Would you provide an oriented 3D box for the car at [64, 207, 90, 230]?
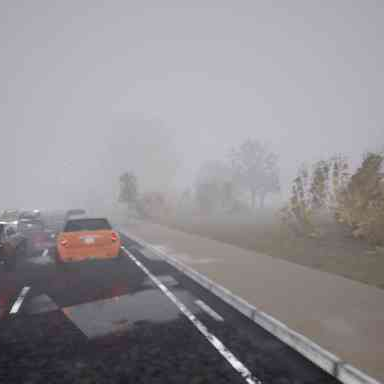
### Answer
[{"bbox_3d":[-9.806,2.163,28.220,1.882,1.535,5.008,-2,0,-21],"label":"car"}]

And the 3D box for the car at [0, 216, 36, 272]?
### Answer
[{"bbox_3d":[-7.128,1.878,11.841,2.128,1.511,4.902,-2,-1,-19],"label":"car"}]

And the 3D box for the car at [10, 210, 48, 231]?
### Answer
[{"bbox_3d":[-12.405,2.230,25.926,2.128,1.511,4.902,-2,-1,-21],"label":"car"}]

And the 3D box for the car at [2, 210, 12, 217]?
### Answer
[{"bbox_3d":[-22.591,2.865,41.739,1.895,1.301,4.718,-1,-1,-23],"label":"car"}]

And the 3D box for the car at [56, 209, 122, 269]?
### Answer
[{"bbox_3d":[-4.033,1.654,12.826,2.097,1.767,4.553,-2,-1,-19],"label":"car"}]
